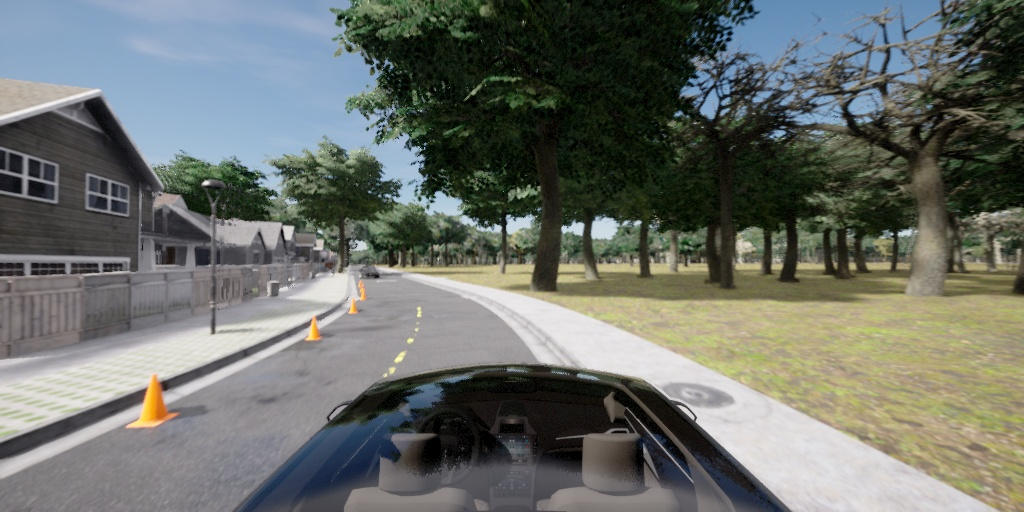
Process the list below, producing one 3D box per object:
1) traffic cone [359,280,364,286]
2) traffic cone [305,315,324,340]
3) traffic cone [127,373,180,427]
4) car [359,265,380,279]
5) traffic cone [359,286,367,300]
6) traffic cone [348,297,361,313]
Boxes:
[{"bbox_3d":[-9.515,2.016,22.844,0.340,0.580,0.340,0,0,-24],"label":"traffic cone"},{"bbox_3d":[-5.075,1.826,9.206,0.340,0.580,0.340,0,0,-10],"label":"traffic cone"},{"bbox_3d":[-4.470,1.764,4.479,0.340,0.580,0.340,0,0,-5],"label":"traffic cone"},{"bbox_3d":[-16.500,1.837,41.269,1.837,1.490,4.892,0,-1,-27],"label":"car"},{"bbox_3d":[-7.606,1.952,18.380,0.340,0.580,0.340,0,0,-21],"label":"traffic cone"},{"bbox_3d":[-6.124,1.889,13.854,0.340,0.580,0.340,0,0,-15],"label":"traffic cone"}]
